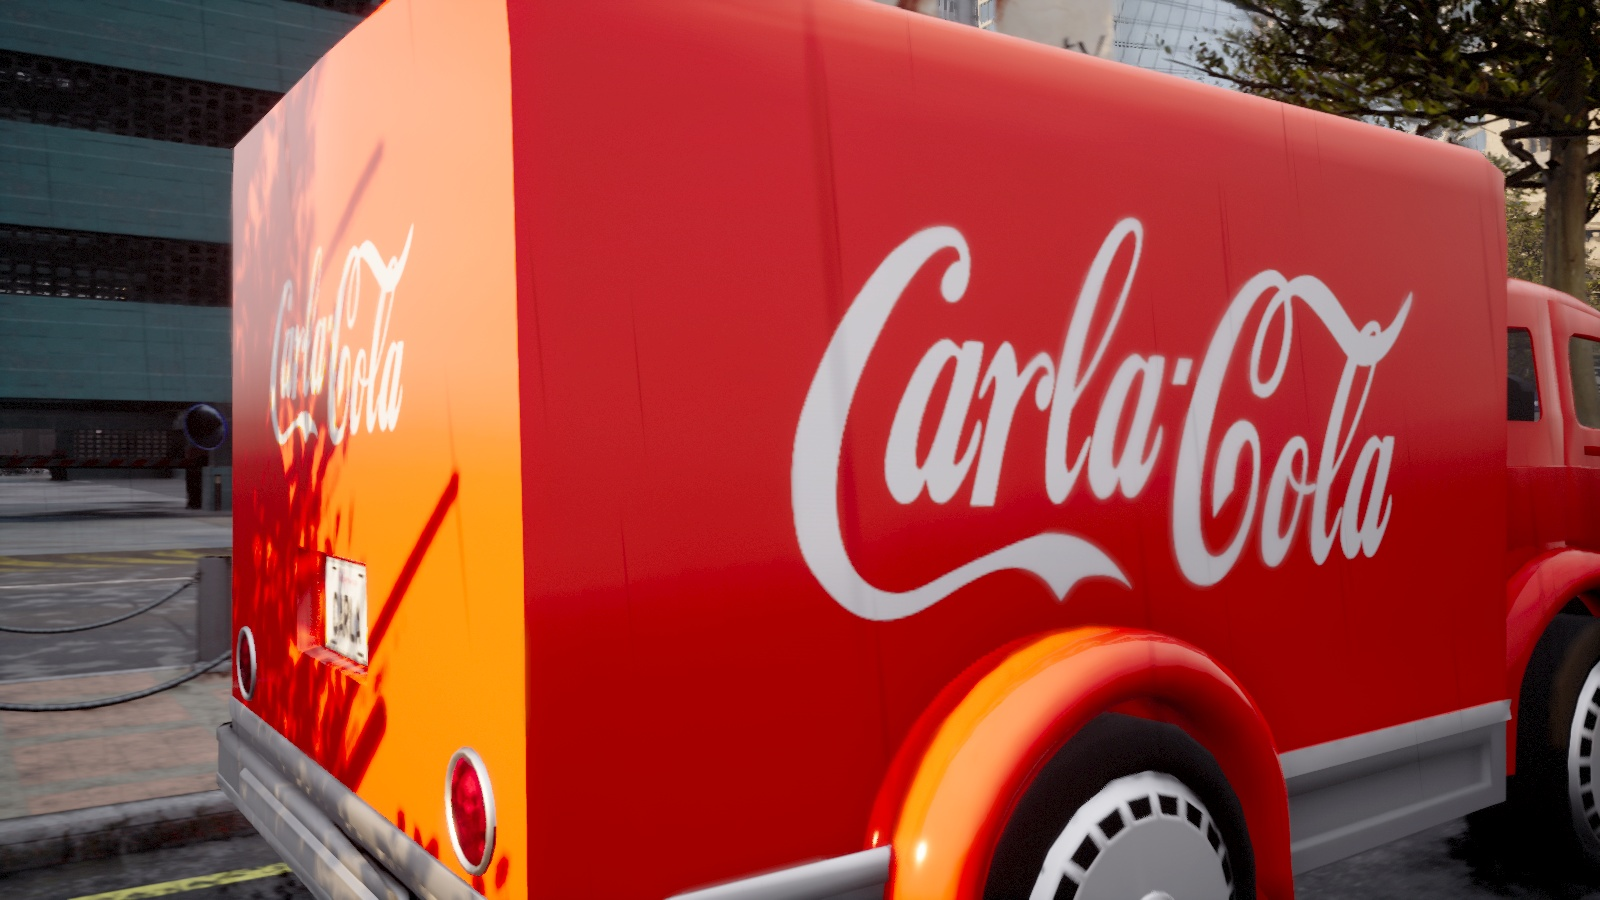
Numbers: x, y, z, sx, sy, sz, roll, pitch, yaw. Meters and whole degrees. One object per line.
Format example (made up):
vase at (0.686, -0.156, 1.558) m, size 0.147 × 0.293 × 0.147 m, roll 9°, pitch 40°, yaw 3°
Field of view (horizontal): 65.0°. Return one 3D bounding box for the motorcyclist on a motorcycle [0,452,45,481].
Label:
motorcyclist on a motorcycle at (-45.007, 0.968, 72.562) m, size 2.350 × 1.649 × 0.766 m, roll 0°, pitch 0°, yaw -35°

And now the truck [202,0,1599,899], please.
truck at (1.005, 0.267, 4.361) m, size 5.204 × 2.467 × 2.627 m, roll 0°, pitch 0°, yaw -35°
